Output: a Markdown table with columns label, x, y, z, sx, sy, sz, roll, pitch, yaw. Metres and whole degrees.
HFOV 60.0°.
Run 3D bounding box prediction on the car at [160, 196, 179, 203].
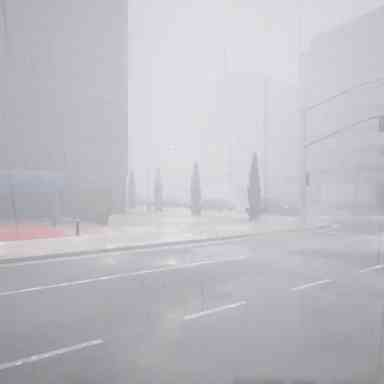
| label | x | y | z | sx | sy | sz | roll | pitch | yaw |
| --- | --- | --- | --- | --- | --- | --- | --- | --- | --- |
| car | -4.757 | 1.601 | 69.527 | 1.895 | 1.301 | 4.718 | 0 | 0 | -35 |

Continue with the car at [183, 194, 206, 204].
| label | x | y | z | sx | sy | sz | roll | pitch | yaw |
| --- | --- | --- | --- | --- | --- | --- | --- | --- | --- |
| car | 0.365 | 1.352 | 62.186 | 2.097 | 1.767 | 4.553 | 0 | 0 | -35 |

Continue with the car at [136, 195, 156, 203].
| label | x | y | z | sx | sy | sz | roll | pitch | yaw |
| --- | --- | --- | --- | --- | --- | --- | --- | --- | --- |
| car | -9.772 | 1.520 | 70.452 | 2.128 | 1.511 | 4.902 | 0 | 0 | -35 |

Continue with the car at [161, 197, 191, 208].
| label | x | y | z | sx | sy | sz | roll | pitch | yaw |
| --- | --- | --- | --- | --- | --- | --- | --- | --- | --- |
| car | -2.559 | 1.547 | 47.646 | 2.033 | 1.411 | 5.357 | 0 | 0 | -35 |

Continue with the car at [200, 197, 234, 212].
| label | x | y | z | sx | sy | sz | roll | pitch | yaw |
| --- | --- | --- | --- | --- | --- | --- | --- | --- | --- |
| car | 3.001 | 1.491 | 39.637 | 2.128 | 1.511 | 4.902 | 0 | 0 | -35 |

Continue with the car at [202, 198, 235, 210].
| label | x | y | z | sx | sy | sz | roll | pitch | yaw |
| --- | --- | --- | --- | --- | --- | --- | --- | --- | --- |
| car | 3.515 | 1.526 | 45.036 | 1.812 | 1.442 | 4.674 | 0 | 0 | -35 |

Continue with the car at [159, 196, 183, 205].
| label | x | y | z | sx | sy | sz | roll | pitch | yaw |
| --- | --- | --- | --- | --- | --- | --- | --- | --- | --- |
| car | -3.945 | 1.547 | 62.254 | 2.033 | 1.411 | 5.357 | 0 | 0 | -35 |

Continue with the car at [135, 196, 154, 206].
| label | x | y | z | sx | sy | sz | roll | pitch | yaw |
| --- | --- | --- | --- | --- | --- | --- | --- | --- | --- |
| car | -8.100 | 1.526 | 55.676 | 1.812 | 1.442 | 4.674 | 0 | 0 | -34 |

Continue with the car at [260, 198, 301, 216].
| label | x | y | z | sx | sy | sz | roll | pitch | yaw |
| --- | --- | --- | --- | --- | --- | --- | --- | --- | --- |
| car | 8.192 | 1.352 | 32.161 | 2.097 | 1.767 | 4.553 | 0 | 0 | -35 |

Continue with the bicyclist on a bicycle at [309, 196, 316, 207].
| label | x | y | z | sx | sy | sz | roll | pitch | yaw |
| --- | --- | --- | --- | --- | --- | --- | --- | --- | --- |
| bicyclist on a bicycle | 16.941 | 1.301 | 46.707 | 1.656 | 1.620 | 0.582 | 0 | 0 | -35 |

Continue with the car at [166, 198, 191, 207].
| label | x | y | z | sx | sy | sz | roll | pitch | yaw |
| --- | --- | --- | --- | --- | --- | --- | --- | --- | --- |
| car | -2.202 | 1.601 | 53.280 | 1.895 | 1.301 | 4.718 | 0 | 0 | -35 |

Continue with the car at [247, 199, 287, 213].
| label | x | y | z | sx | sy | sz | roll | pitch | yaw |
| --- | --- | --- | --- | --- | --- | --- | --- | --- | --- |
| car | 8.509 | 1.564 | 37.841 | 1.994 | 1.385 | 4.181 | 0 | 0 | -35 |
